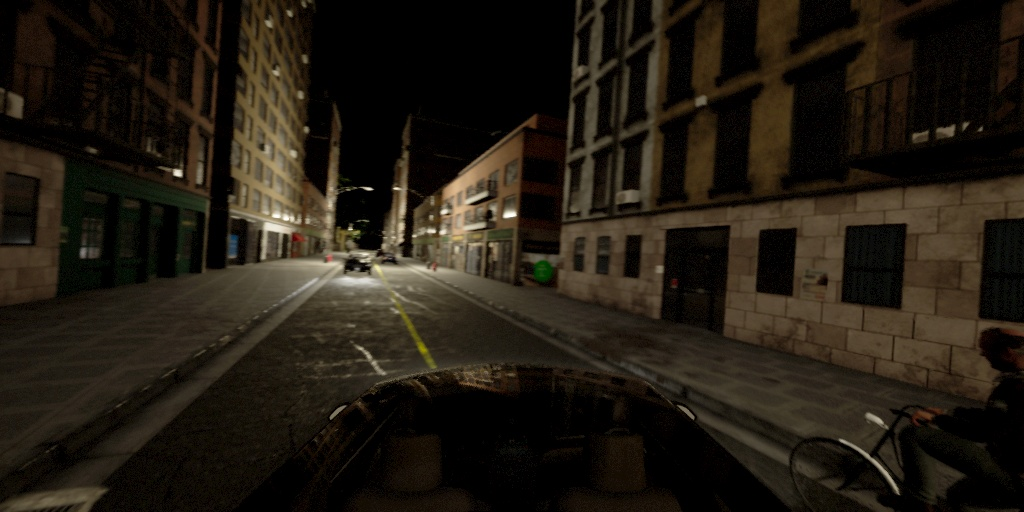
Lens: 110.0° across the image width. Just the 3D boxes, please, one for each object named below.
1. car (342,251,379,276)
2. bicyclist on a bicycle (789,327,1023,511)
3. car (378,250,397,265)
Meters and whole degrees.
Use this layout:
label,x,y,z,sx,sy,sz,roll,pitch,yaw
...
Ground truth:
label,x,y,z,sx,sy,sz,roll,pitch,yaw
car,-11.022,0.529,25.776,2.128,1.511,4.902,4,0,-22
bicyclist on a bicycle,2.791,1.303,2.283,0.659,1.776,1.843,4,0,-22
car,-15.573,0.293,45.392,2.033,1.411,5.357,4,0,-22
